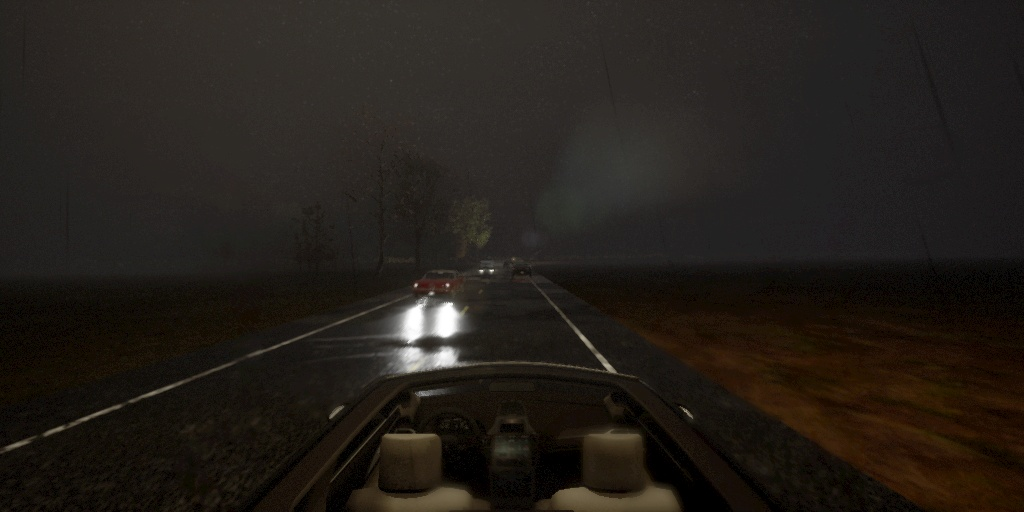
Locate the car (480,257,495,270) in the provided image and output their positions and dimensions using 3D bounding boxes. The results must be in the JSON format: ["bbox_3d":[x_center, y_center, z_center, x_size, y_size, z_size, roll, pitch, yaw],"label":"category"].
[{"bbox_3d":[-4.072,1.167,59.410,2.150,2.045,5.566,0,0,-1],"label":"car"}]

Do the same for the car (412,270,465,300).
[{"bbox_3d":[-3.637,1.401,18.385,1.895,1.301,4.718,0,0,0],"label":"car"}]

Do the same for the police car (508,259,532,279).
[{"bbox_3d":[0.884,1.273,34.546,1.930,1.638,5.238,0,0,-1],"label":"police car"}]
